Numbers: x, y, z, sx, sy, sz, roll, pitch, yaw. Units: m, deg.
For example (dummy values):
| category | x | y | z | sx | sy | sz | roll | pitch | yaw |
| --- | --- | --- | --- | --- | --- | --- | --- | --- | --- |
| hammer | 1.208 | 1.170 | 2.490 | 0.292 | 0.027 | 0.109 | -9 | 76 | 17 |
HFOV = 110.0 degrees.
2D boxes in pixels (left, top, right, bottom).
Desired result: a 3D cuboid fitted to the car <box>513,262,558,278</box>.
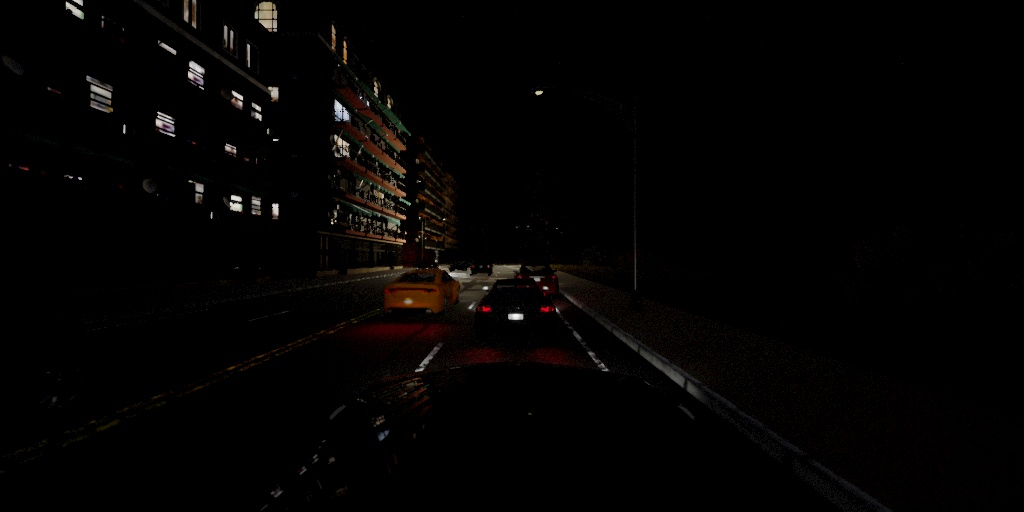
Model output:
| category | x | y | z | sx | sy | sz | roll | pitch | yaw |
| --- | --- | --- | --- | --- | --- | --- | --- | --- | --- |
| car | 1.151 | 1.103 | 18.533 | 2.097 | 1.767 | 4.553 | 0 | 0 | 0 |

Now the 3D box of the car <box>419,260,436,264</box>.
| category | x | y | z | sx | sy | sz | roll | pitch | yaw |
| --- | --- | --- | --- | --- | --- | --- | --- | --- | --- |
| car | -9.818 | 1.256 | 41.494 | 1.837 | 1.490 | 4.892 | 0 | 0 | 0 |

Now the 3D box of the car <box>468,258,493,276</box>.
| category | x | y | z | sx | sy | sz | roll | pitch | yaw |
| --- | --- | --- | --- | --- | --- | --- | --- | --- | --- |
| car | -3.118 | 1.104 | 38.156 | 2.097 | 1.767 | 4.553 | 0 | 0 | 0 |

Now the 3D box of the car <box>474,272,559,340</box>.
| category | x | y | z | sx | sy | sz | roll | pitch | yaw |
| --- | --- | --- | --- | --- | --- | --- | --- | --- | --- |
| car | 0.101 | 1.315 | 9.954 | 1.994 | 1.385 | 4.181 | 0 | 0 | 0 |

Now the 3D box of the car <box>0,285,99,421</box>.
| category | x | y | z | sx | sy | sz | roll | pitch | yaw |
| --- | --- | --- | --- | --- | --- | --- | --- | --- | --- |
| car | -6.599 | 1.102 | 2.793 | 2.097 | 1.767 | 4.553 | 0 | 0 | 0 |

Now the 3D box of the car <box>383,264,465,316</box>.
| category | x | y | z | sx | sy | sz | roll | pitch | yaw |
| --- | --- | --- | --- | --- | --- | --- | --- | --- | --- |
| car | -3.142 | 1.229 | 13.355 | 1.882 | 1.535 | 5.008 | 0 | 0 | 0 |

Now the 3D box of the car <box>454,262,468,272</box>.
| category | x | y | z | sx | sy | sz | roll | pitch | yaw |
| --- | --- | --- | --- | --- | --- | --- | --- | --- | --- |
| car | -6.565 | 1.352 | 44.326 | 1.895 | 1.301 | 4.718 | 0 | 0 | 0 |
